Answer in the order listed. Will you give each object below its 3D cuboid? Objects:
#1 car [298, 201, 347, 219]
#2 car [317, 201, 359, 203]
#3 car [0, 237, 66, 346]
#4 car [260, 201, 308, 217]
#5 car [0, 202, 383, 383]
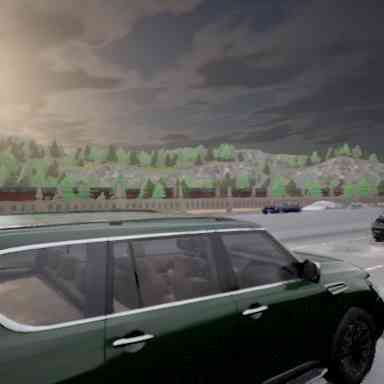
[{"bbox_3d":[11.575,1.527,29.424,4.674,1.442,1.812,0,0,-36],"label":"car"},{"bbox_3d":[11.603,1.493,25.155,4.902,1.511,2.128,0,0,-35],"label":"car"},{"bbox_3d":[-4.528,1.601,4.815,4.718,1.301,1.895,0,0,-35],"label":"car"},{"bbox_3d":[8.870,1.602,31.800,4.718,1.301,1.895,0,0,-35],"label":"car"},{"bbox_3d":[-0.145,1.222,3.643,5.566,2.045,2.150,0,0,-35],"label":"car"}]
